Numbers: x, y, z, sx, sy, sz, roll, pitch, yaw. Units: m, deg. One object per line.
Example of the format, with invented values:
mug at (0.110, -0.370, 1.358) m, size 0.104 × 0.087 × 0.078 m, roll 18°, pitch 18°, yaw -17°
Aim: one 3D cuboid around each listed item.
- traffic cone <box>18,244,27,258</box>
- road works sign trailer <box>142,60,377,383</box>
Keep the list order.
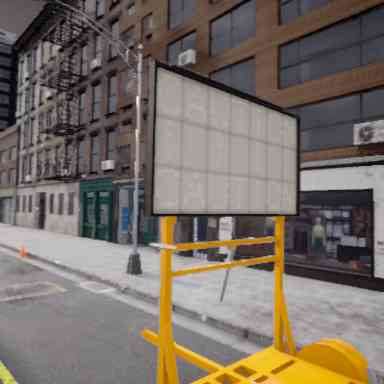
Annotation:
traffic cone at (-7.281, 2.520, 14.333) m, size 0.340 × 0.580 × 0.340 m, roll 4°, pitch -4°, yaw -43°
road works sign trailer at (0.329, 0.666, 3.708) m, size 2.380 × 3.560 × 2.880 m, roll 4°, pitch -4°, yaw -43°
